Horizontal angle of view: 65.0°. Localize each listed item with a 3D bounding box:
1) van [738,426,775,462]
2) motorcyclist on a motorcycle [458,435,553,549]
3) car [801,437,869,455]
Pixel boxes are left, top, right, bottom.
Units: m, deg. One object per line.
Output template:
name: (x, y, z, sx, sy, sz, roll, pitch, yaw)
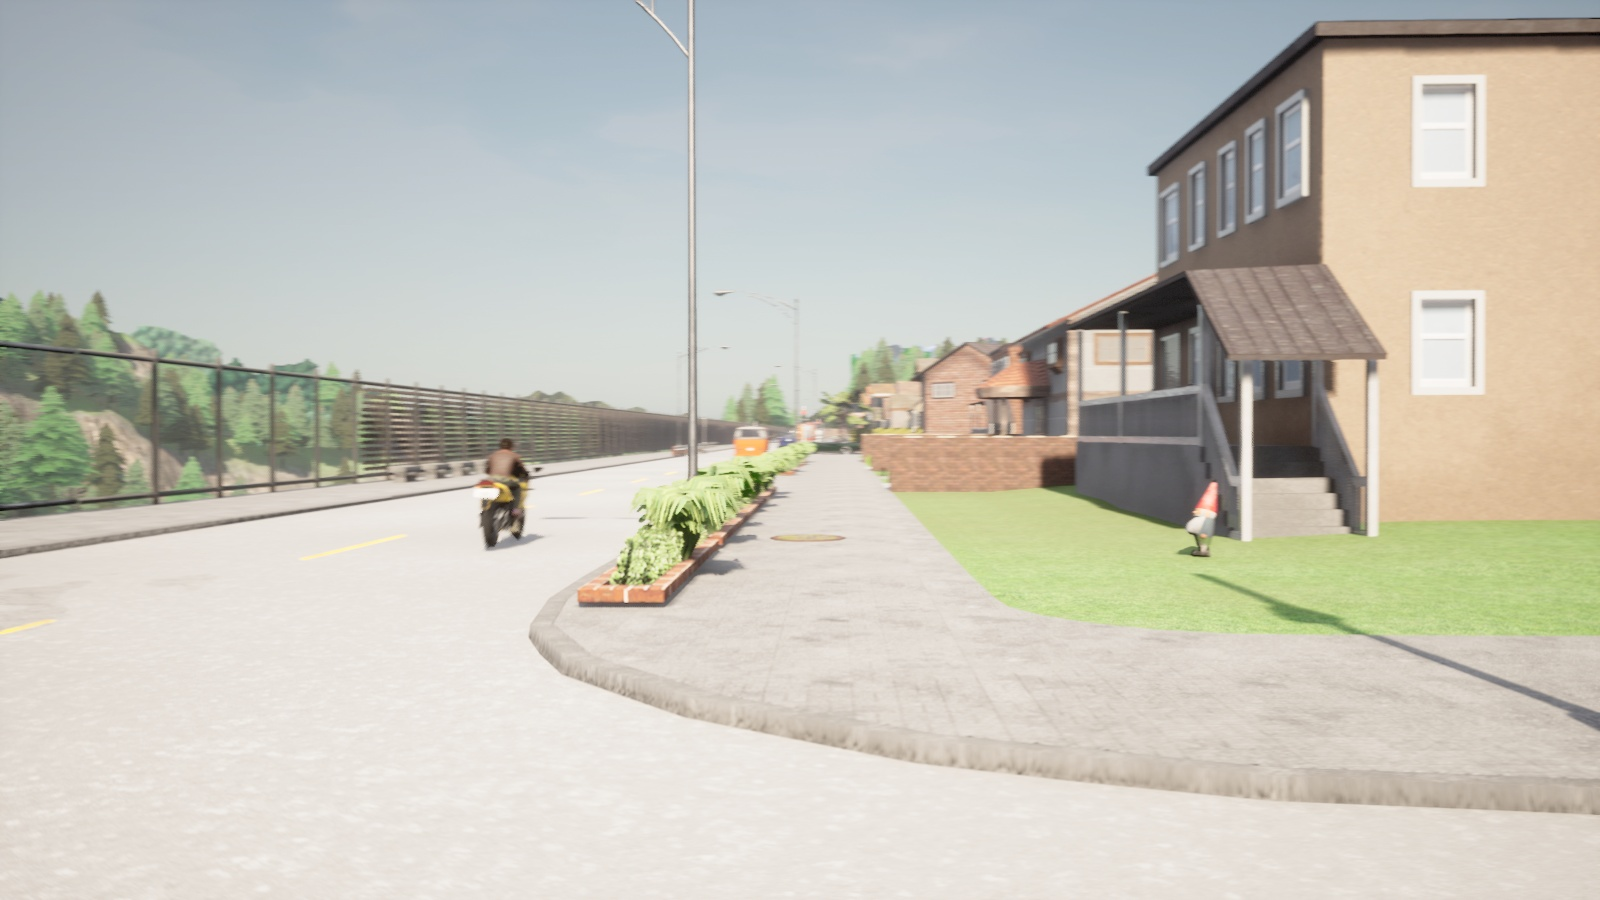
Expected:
van: (-2.434, -0.355, 70.558, 1.775, 1.987, 4.442, 0, 1, 2)
motorcyclist on a motorcycle: (-4.160, 0.555, 17.874, 0.797, 1.523, 2.044, 0, 1, 2)
car: (2.628, -0.291, 94.077, 4.718, 1.301, 1.895, 0, 1, 16)
